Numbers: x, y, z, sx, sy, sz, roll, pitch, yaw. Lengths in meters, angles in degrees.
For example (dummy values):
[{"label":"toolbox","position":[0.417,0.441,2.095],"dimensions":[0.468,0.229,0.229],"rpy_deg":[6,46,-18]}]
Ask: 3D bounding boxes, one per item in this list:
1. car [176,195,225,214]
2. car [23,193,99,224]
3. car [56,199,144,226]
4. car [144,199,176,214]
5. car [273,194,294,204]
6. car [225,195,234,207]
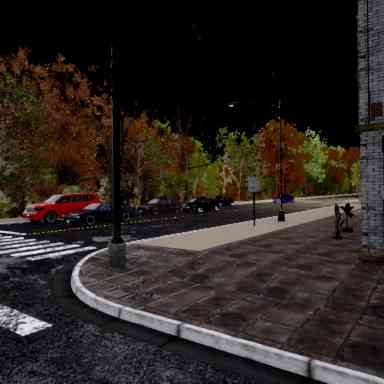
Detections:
[{"label":"car","position":[0.913,1.239,32.261],"dimensions":[1.837,1.490,4.892],"rpy_deg":[-1,0,36]},{"label":"car","position":[-9.146,1.127,24.066],"dimensions":[2.150,2.045,5.566],"rpy_deg":[-1,0,36]},{"label":"car","position":[-6.104,1.402,22.711],"dimensions":[2.033,1.411,5.357],"rpy_deg":[-1,0,36]},{"label":"car","position":[-3.069,1.348,32.323],"dimensions":[2.033,1.411,5.357],"rpy_deg":[-1,0,37]},{"label":"car","position":[13.759,1.037,49.583],"dimensions":[1.812,1.442,4.674],"rpy_deg":[-1,0,36]},{"label":"car","position":[3.508,1.192,41.261],"dimensions":[1.837,1.490,4.892],"rpy_deg":[-1,0,36]}]
